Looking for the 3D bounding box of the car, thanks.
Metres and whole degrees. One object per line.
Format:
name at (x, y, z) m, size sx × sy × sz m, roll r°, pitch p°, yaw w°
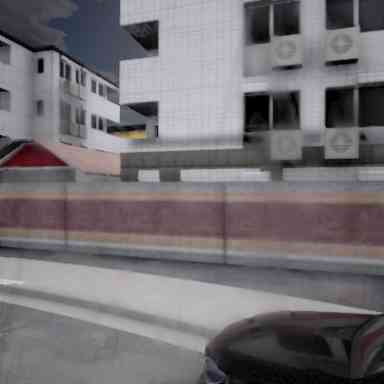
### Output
car at (2.203, 1.523, 2.254) m, size 4.674 × 1.442 × 1.812 m, roll 0°, pitch 0°, yaw 35°
